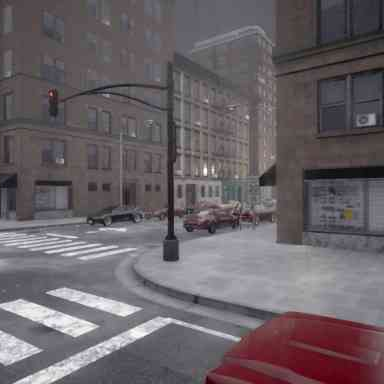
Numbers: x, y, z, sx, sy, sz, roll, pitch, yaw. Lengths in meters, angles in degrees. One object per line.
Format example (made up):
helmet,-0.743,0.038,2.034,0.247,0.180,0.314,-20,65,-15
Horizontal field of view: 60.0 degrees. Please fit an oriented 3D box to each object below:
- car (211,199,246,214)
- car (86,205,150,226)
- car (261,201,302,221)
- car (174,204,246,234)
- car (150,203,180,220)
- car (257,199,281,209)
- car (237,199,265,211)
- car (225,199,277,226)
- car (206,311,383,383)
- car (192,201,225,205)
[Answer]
car,4.150,1.545,36.888,1.752,1.417,4.829,0,0,36
car,-5.380,1.590,23.560,1.947,1.339,4.313,0,0,36
car,7.668,1.495,28.010,1.752,1.417,4.829,0,0,36
car,1.149,1.555,18.893,1.802,1.307,4.206,0,0,36
car,-2.170,1.604,28.049,1.802,1.307,4.206,0,0,36
car,10.668,1.601,46.004,1.802,1.307,4.206,0,0,36
car,7.459,1.600,41.515,1.802,1.307,4.206,0,0,36
car,4.359,1.412,23.383,1.967,1.590,4.097,0,0,36
car,2.351,1.601,2.013,4.718,1.301,1.895,0,0,36
car,1.040,1.565,32.538,1.887,1.381,4.507,0,0,36
